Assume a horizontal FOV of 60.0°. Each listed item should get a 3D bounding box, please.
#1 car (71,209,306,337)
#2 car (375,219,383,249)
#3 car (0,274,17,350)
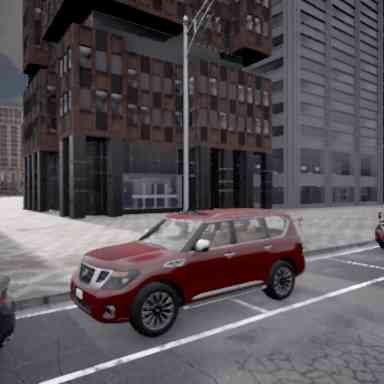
[{"bbox_3d":[0.235,1.313,6.822,5.009,1.841,2.192,0,0,-36],"label":"car"},{"bbox_3d":[9.417,1.307,13.377,5.009,1.841,2.192,0,0,-36],"label":"car"},{"bbox_3d":[-4.356,1.552,3.545,4.403,1.369,2.008,0,0,-36],"label":"car"}]
